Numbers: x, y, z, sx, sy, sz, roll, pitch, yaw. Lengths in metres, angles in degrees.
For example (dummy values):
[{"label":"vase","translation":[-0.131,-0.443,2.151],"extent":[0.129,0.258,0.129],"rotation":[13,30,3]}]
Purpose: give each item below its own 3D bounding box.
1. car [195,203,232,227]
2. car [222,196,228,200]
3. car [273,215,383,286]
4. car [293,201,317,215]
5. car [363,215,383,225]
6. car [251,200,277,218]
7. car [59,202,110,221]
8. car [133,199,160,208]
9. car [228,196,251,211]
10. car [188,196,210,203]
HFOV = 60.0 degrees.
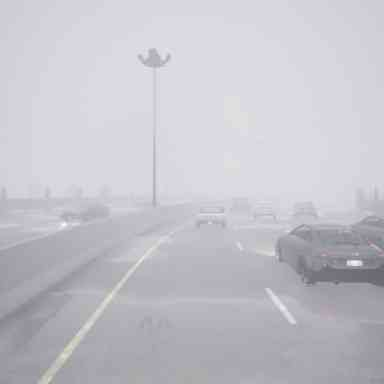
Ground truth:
[{"label":"car","translation":[1.448,1.601,22.552],"extent":[1.895,1.301,4.718],"rotation":[0,0,9]},{"label":"car","translation":[7.657,1.514,66.223],"extent":[1.882,1.535,5.008],"rotation":[0,1,34]},{"label":"car","translation":[3.720,1.564,9.462],"extent":[1.994,1.385,4.181],"rotation":[0,0,2]},{"label":"car","translation":[10.193,1.548,30.102],"extent":[2.033,1.411,5.357],"rotation":[0,0,15]},{"label":"car","translation":[7.367,1.564,12.605],"extent":[1.994,1.385,4.181],"rotation":[0,0,3]},{"label":"car","translation":[6.623,1.526,30.078],"extent":[1.812,1.442,4.674],"rotation":[0,0,14]},{"label":"car","translation":[-8.576,1.548,27.277],"extent":[2.033,1.411,5.357],"rotation":[0,0,11]},{"label":"car","translation":[-6.409,1.601,46.981],"extent":[1.895,1.301,4.718],"rotation":[0,0,22]},{"label":"car","translation":[6.134,1.353,40.023],"extent":[2.097,1.767,4.553],"rotation":[0,0,20]},{"label":"car","translation":[1.045,1.352,46.691],"extent":[2.097,1.767,4.553],"rotation":[0,0,23]}]
